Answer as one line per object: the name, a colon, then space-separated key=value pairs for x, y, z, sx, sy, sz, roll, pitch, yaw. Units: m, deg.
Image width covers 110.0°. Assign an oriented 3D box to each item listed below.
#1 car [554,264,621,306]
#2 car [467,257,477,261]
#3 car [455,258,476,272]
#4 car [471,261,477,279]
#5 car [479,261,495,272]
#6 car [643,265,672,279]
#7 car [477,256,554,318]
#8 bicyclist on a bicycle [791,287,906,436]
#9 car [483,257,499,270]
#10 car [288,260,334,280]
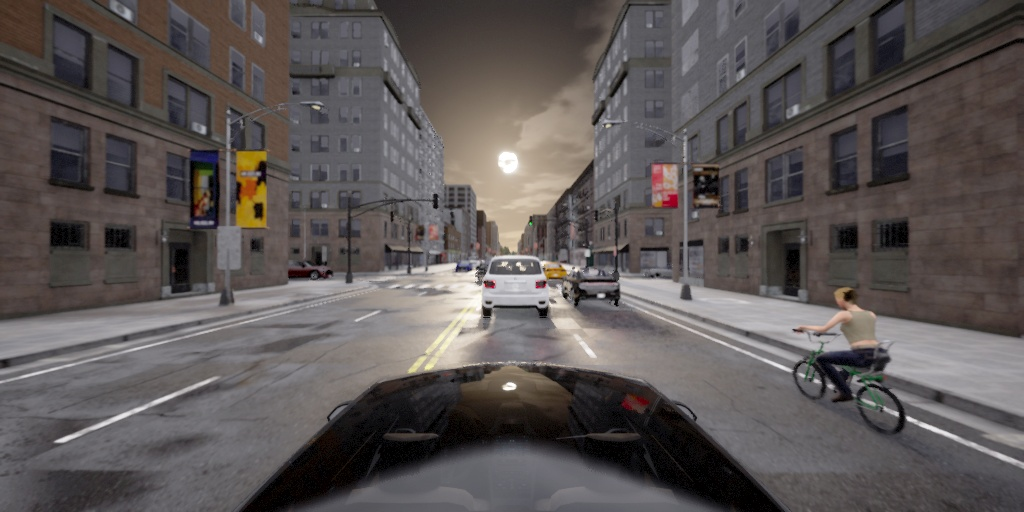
car: x=3.350 y=1.280 z=15.896 sx=2.128 sy=1.511 sz=4.902 roll=0 pitch=0 yaw=0
car: x=-6.557 y=1.133 z=59.471 sx=2.150 sy=2.045 sz=5.566 roll=0 pitch=0 yaw=1
car: x=-6.590 y=1.362 z=49.527 sx=1.882 sy=1.535 sz=5.008 roll=0 pitch=0 yaw=0
car: x=-1.288 y=1.364 z=27.165 sx=2.033 sy=1.411 sz=5.357 roll=0 pitch=0 yaw=-20
car: x=-3.334 y=1.446 z=48.510 sx=1.994 sy=1.385 sz=4.181 roll=0 pitch=0 yaw=0
car: x=15.054 y=1.490 z=34.097 sx=4.718 sy=1.301 sz=1.895 roll=0 pitch=0 yaw=1
car: x=0.103 y=1.004 z=13.381 sx=2.150 sy=2.045 sz=5.566 roll=0 pitch=0 yaw=0
bicyclist on a bicycle: x=4.142 y=1.194 z=4.523 sx=0.866 sy=1.612 sz=1.509 roll=0 pitch=0 yaw=0
car: x=-3.319 y=1.129 z=57.852 sx=2.150 sy=2.045 sz=5.566 roll=0 pitch=0 yaw=0
car: x=-18.101 y=1.160 z=31.292 sx=4.553 sy=1.767 sz=2.097 roll=0 pitch=0 yaw=0
